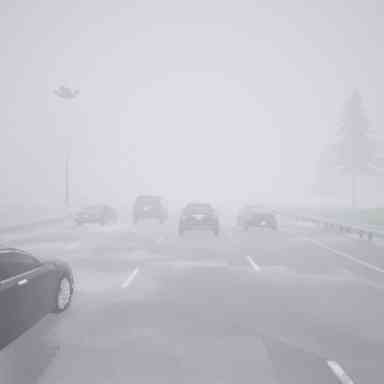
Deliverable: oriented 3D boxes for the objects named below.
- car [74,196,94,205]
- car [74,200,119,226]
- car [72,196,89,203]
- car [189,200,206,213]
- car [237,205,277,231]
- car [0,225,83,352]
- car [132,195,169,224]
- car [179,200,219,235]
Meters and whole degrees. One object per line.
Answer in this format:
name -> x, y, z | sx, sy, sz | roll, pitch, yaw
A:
car -> -20.161, 1.515, 62.429 | 2.128, 1.511, 4.902 | 0, 0, 1
car -> -6.560, 1.552, 23.319 | 2.033, 1.411, 5.357 | 0, 0, 1
car -> -23.538, 1.516, 70.542 | 1.837, 1.490, 4.892 | 0, 0, 1
car -> 0.617, 1.599, 38.034 | 1.895, 1.301, 4.718 | 0, 0, 1
car -> 3.901, 1.521, 20.321 | 1.812, 1.442, 4.674 | 0, 0, 1
car -> -3.306, 1.507, 4.756 | 1.837, 1.490, 4.892 | 0, 0, 1
car -> -3.035, 1.223, 25.138 | 2.150, 2.045, 5.566 | 0, 0, 1
car -> 0.383, 1.351, 19.071 | 2.097, 1.767, 4.553 | 0, 0, 1
